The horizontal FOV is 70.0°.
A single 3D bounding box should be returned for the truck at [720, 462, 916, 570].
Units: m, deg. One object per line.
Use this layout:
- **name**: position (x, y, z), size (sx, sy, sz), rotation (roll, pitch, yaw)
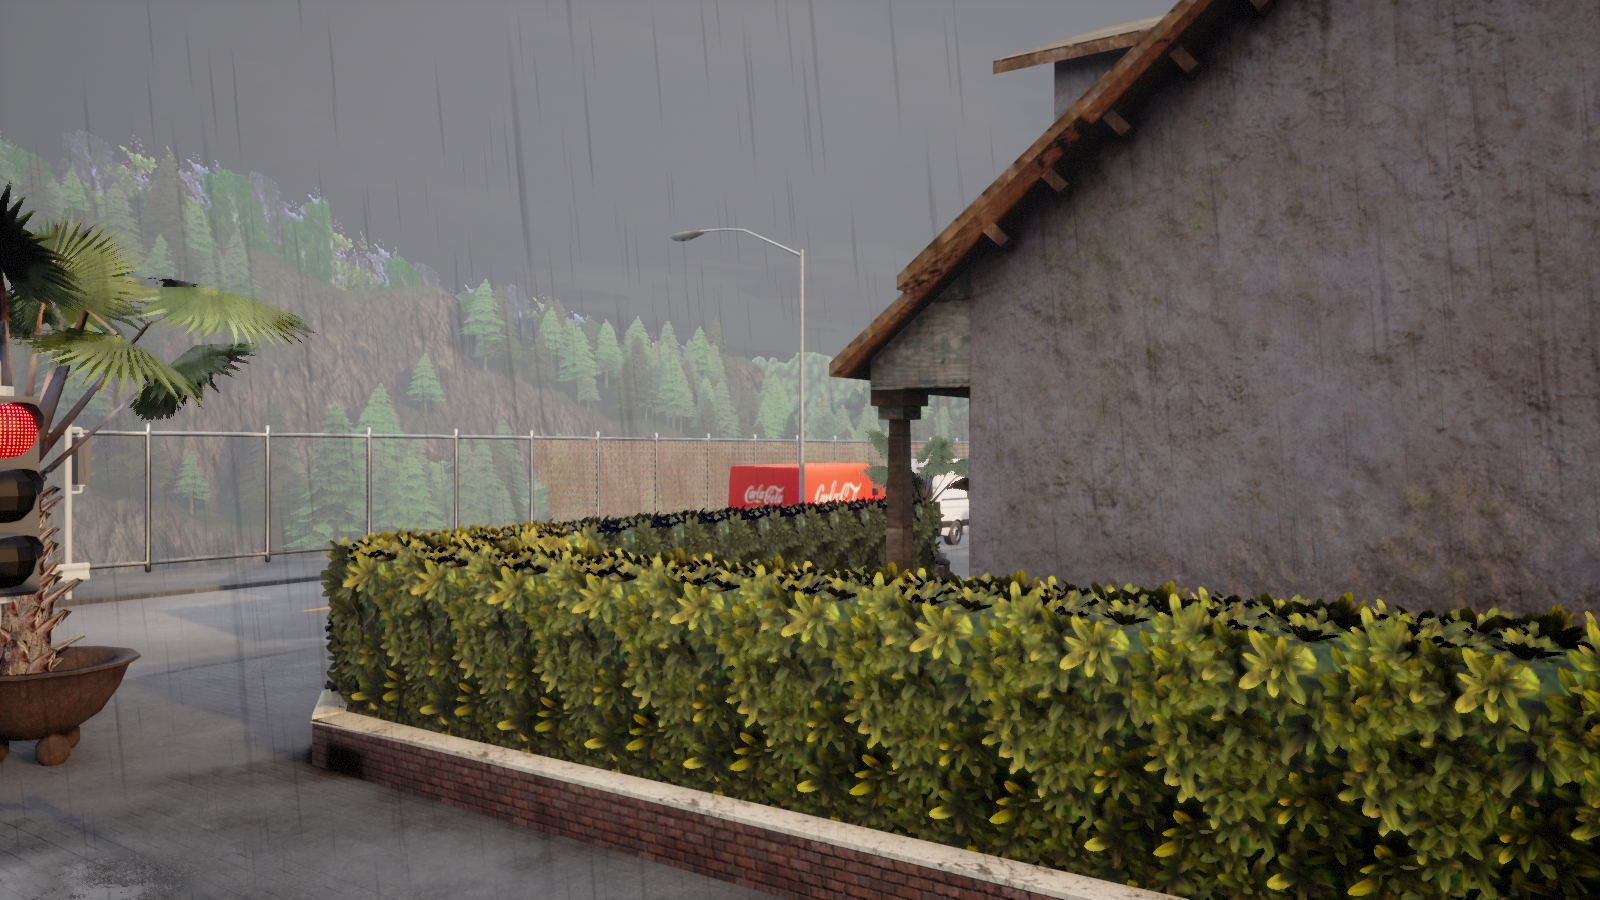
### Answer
- **truck**: position (0.584, 1.568, 29.600), size (2.627, 2.467, 5.204), rotation (0, 0, 35)
